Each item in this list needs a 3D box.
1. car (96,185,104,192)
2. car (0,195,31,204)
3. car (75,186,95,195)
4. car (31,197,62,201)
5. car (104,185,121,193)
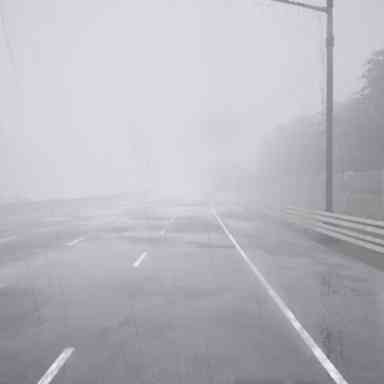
[{"bbox_3d":[-21.756,-0.686,80.274,2.150,2.045,5.566,0,2,4],"label":"car"},{"bbox_3d":[-20.391,1.161,38.508,2.128,1.511,4.902,0,1,2],"label":"car"},{"bbox_3d":[-24.847,-0.319,76.166,2.150,2.045,5.566,0,2,1],"label":"car"},{"bbox_3d":[-16.820,1.242,39.902,1.895,1.301,4.718,0,1,2],"label":"car"},{"bbox_3d":[-18.348,-0.460,78.680,2.150,2.045,5.566,0,2,4],"label":"car"}]
